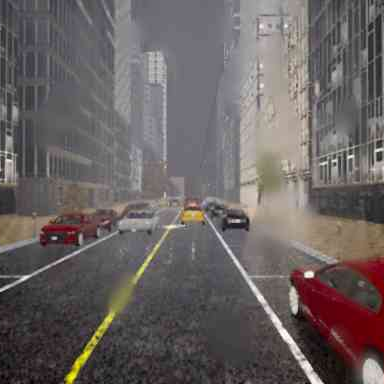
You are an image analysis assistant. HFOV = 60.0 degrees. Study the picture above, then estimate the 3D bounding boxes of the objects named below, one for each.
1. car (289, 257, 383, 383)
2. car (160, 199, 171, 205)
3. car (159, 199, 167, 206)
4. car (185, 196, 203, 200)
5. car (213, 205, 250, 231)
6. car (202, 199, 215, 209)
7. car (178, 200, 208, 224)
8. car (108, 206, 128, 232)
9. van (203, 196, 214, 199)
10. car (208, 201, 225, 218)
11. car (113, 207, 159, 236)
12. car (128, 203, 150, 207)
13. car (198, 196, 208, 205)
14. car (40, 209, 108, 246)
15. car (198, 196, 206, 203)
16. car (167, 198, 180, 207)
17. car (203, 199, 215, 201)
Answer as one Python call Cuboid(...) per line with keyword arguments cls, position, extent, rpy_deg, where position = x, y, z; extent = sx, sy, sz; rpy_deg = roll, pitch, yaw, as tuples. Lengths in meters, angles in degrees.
Cuboid(cls="car", position=(2.689, 1.589, 4.649), extent=(1.887, 1.381, 4.507), rpy_deg=(0, -1, 0))
Cuboid(cls="car", position=(-5.733, 2.163, 72.960), extent=(2.008, 1.369, 4.403), rpy_deg=(0, 0, 0))
Cuboid(cls="car", position=(-5.729, 2.093, 67.097), extent=(1.752, 1.417, 4.829), rpy_deg=(0, 0, 0))
Cuboid(cls="car", position=(0.046, 1.602, 43.162), extent=(2.150, 2.045, 5.566), rpy_deg=(0, 0, 1))
Cuboid(cls="car", position=(2.679, 1.761, 21.725), extent=(1.947, 1.339, 4.313), rpy_deg=(0, 0, 0))
Cuboid(cls="car", position=(2.659, 1.920, 55.879), extent=(1.967, 1.590, 4.097), rpy_deg=(0, 0, 0))
Cuboid(cls="car", position=(0.082, 1.694, 26.777), extent=(1.801, 1.575, 5.366), rpy_deg=(0, -1, 0))
Cuboid(cls="car", position=(-5.702, 1.778, 21.728), extent=(1.802, 1.307, 4.206), rpy_deg=(0, -1, 0))
Cuboid(cls="van", position=(2.662, 1.775, 50.188), extent=(1.690, 1.788, 3.998), rpy_deg=(0, 0, 0))
Cuboid(cls="car", position=(2.672, 1.859, 33.109), extent=(1.947, 1.339, 4.313), rpy_deg=(0, 0, 0))
Cuboid(cls="car", position=(-3.114, 1.782, 20.031), extent=(1.895, 1.301, 4.718), rpy_deg=(0, 0, 0))
Cuboid(cls="car", position=(-5.708, 1.838, 33.112), extent=(1.887, 1.381, 4.507), rpy_deg=(0, 0, 0))
Cuboid(cls="car", position=(2.646, 1.969, 78.647), extent=(2.192, 1.841, 5.009), rpy_deg=(0, 0, 0))
Cuboid(cls="car", position=(-5.698, 1.691, 16.034), extent=(1.887, 1.381, 4.507), rpy_deg=(0, -1, 0))
Cuboid(cls="car", position=(2.639, 2.053, 90.032), extent=(2.192, 1.841, 5.009), rpy_deg=(0, 0, 0))
Cuboid(cls="car", position=(-3.078, 2.049, 61.415), extent=(1.812, 1.442, 4.674), rpy_deg=(0, 0, 1))
Cuboid(cls="car", position=(2.665, 1.954, 44.493), extent=(1.947, 1.339, 4.313), rpy_deg=(0, 0, 0))
